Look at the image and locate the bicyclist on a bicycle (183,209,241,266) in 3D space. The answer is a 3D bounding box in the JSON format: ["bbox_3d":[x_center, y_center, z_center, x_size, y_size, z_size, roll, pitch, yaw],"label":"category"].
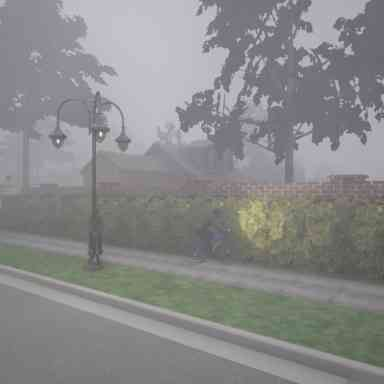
[{"bbox_3d":[0.570,1.300,9.525,1.656,1.620,0.582,0,0,5],"label":"bicyclist on a bicycle"}]

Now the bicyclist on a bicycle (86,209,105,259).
[{"bbox_3d":[-2.855,1.328,9.820,0.582,1.620,1.656,1,-4,-11],"label":"bicyclist on a bicycle"}]
